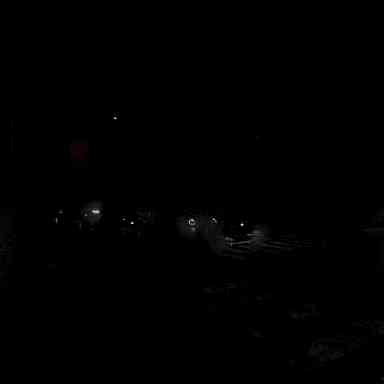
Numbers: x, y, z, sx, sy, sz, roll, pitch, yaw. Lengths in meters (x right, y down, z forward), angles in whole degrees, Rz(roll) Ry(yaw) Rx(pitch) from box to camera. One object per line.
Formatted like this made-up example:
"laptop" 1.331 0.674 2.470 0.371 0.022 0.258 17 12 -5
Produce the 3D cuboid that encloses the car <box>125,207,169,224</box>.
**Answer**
"car" -4.201 2.082 30.271 1.895 1.301 4.718 0 -1 -36

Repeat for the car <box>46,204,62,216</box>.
"car" -17.716 2.331 43.350 2.128 1.511 4.902 0 -1 -36

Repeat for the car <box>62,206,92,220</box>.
"car" -11.888 2.214 35.311 1.994 1.385 4.181 0 -1 -36

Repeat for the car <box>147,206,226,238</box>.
"car" -0.474 1.636 19.644 2.097 1.767 4.553 0 -1 -36

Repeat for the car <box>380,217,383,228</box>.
"car" 12.974 1.527 18.104 2.128 1.511 4.902 0 -1 -36

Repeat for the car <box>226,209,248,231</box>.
"car" 1.628 1.801 22.280 1.837 1.490 4.892 0 -1 -36

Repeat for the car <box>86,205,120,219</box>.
"car" -10.422 2.230 38.810 2.033 1.411 5.357 0 -1 -36

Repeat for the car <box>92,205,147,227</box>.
"car" -6.052 2.009 27.299 2.033 1.411 5.357 0 -1 -35
